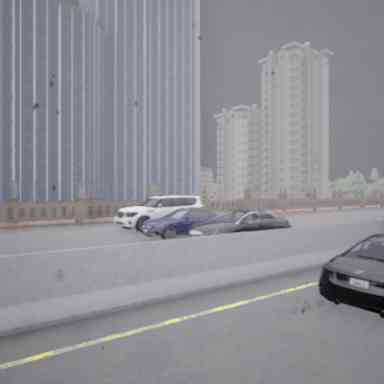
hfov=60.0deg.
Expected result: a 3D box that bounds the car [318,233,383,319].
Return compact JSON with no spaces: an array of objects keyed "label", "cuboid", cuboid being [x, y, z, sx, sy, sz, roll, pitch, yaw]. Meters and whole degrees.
[{"label":"car","cuboid":[4.560,1.568,6.997,4.181,1.385,1.994,0,0,-36]}]

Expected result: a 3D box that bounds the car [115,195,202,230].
[{"label":"car","cuboid":[-1.754,1.225,19.934,5.566,2.045,2.150,0,0,-35]}]

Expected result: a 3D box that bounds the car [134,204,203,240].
[{"label":"car","cuboid":[-0.253,1.529,16.694,4.674,1.442,1.812,0,0,-36]}]

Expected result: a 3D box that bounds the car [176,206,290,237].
[{"label":"car","cuboid":[2.082,1.495,14.075,4.902,1.511,2.128,0,0,-36]}]
